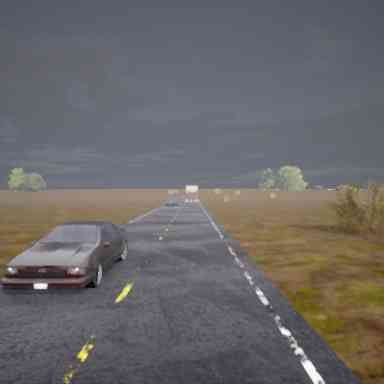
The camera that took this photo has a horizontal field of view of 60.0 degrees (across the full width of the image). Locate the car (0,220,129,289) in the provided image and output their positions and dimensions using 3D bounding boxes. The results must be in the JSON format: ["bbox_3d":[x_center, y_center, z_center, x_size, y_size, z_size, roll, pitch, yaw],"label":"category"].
[{"bbox_3d":[-3.096,1.543,9.473,2.033,1.411,5.357,0,0,0],"label":"car"}]

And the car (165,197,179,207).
[{"bbox_3d":[-3.073,1.481,51.283,1.837,1.490,4.892,0,0,0],"label":"car"}]

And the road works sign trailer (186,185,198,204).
[{"bbox_3d":[-0.013,0.434,65.219,2.380,3.560,2.880,0,0,0],"label":"road works sign trailer"}]
